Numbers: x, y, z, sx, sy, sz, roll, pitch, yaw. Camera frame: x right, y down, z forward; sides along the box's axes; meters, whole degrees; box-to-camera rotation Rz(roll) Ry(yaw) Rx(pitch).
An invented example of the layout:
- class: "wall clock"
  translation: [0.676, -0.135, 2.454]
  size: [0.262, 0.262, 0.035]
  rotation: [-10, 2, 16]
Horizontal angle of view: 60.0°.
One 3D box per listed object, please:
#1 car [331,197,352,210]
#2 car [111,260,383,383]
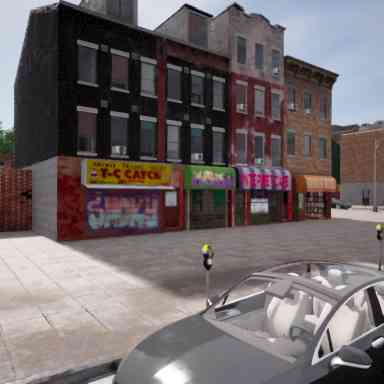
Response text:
- class: "car"
  translation: [16.655, 1.383, 39.979]
  size: [1.837, 1.490, 4.892]
  rotation: [0, 0, -36]
- class: "car"
  translation: [1.290, 1.552, 3.719]
  size: [4.403, 1.369, 2.008]
  rotation: [0, 0, -35]
